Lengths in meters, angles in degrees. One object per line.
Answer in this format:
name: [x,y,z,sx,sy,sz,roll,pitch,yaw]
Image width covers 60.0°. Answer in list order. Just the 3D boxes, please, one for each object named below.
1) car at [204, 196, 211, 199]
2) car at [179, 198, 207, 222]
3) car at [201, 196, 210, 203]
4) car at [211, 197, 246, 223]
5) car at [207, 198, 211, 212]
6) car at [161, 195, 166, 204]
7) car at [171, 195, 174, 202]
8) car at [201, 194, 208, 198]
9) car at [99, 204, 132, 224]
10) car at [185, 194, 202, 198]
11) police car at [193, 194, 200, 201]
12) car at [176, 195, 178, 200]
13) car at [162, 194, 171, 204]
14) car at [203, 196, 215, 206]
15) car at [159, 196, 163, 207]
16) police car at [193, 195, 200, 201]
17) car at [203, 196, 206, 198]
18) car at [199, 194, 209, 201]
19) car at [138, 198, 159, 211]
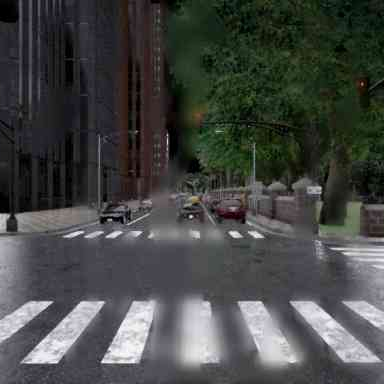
car: [2.892,1.579,41.586,2.008,1.369,4.403,0,0,0]
car: [0.016,1.517,26.334,1.837,1.490,4.892,0,0,2]
car: [2.995,1.593,74.495,1.752,1.417,4.829,0,0,0]
car: [2.841,1.326,25.217,2.192,1.841,5.009,0,0,0]
car: [2.875,1.588,36.129,1.947,1.339,4.313,0,0,0]
car: [-5.599,1.623,52.519,1.802,1.307,4.206,0,0,0]
car: [-5.547,1.375,68.890,2.192,1.841,5.009,0,0,0]
car: [2.926,1.481,52.499,1.967,1.590,4.097,0,0,0]
car: [-5.685,1.576,25.234,1.947,1.339,4.313,0,0,0]
car: [0.228,1.522,55.736,1.882,1.535,5.008,0,0,1]
police car: [1.188,1.521,91.988,1.930,1.638,5.238,0,0,0]
car: [-5.479,1.534,90.718,1.967,1.590,4.097,0,0,0]
car: [-5.565,1.635,63.433,1.802,1.307,4.206,0,0,0]
car: [2.943,1.487,57.956,1.967,1.590,4.097,0,0,0]
car: [-5.616,1.616,47.062,1.802,1.307,4.206,0,0,0]
police car: [1.151,1.511,85.988,1.930,1.638,5.238,0,0,0]
car: [2.909,1.585,47.042,2.008,1.369,4.403,0,0,0]
car: [3.029,1.400,85.238,2.192,1.841,5.009,0,0,0]
car: [-5.633,1.579,41.605,2.008,1.369,4.403,0,0,0]
